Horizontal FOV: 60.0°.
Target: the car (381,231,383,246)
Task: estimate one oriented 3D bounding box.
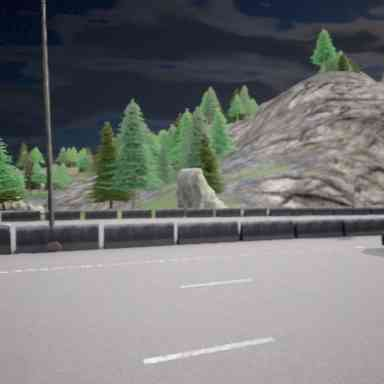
[{"bbox_3d":[10.387,1.867,14.505,4.181,1.385,1.994,1,-1,-21],"label":"car"}]
